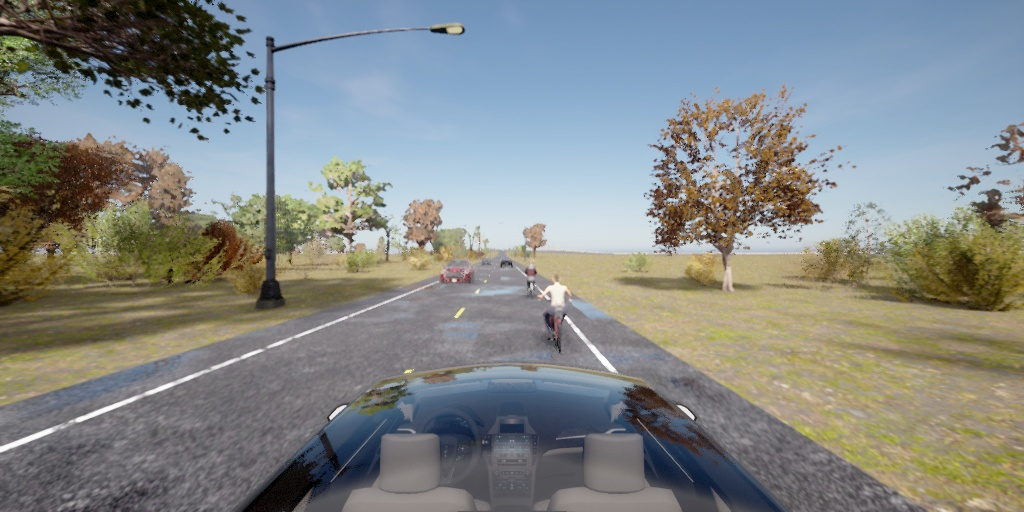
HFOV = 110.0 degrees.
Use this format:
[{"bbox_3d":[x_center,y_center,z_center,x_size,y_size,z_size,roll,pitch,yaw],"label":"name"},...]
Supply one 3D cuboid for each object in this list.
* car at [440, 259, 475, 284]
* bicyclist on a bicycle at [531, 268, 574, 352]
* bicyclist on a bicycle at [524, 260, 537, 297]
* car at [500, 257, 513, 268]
[{"bbox_3d":[-3.836,1.022,25.857,2.097,1.767,4.553,0,0,-1],"label":"car"},{"bbox_3d":[0.962,1.166,7.875,0.866,1.612,1.509,0,0,-1],"label":"bicyclist on a bicycle"},{"bbox_3d":[0.864,1.072,16.433,0.659,1.776,1.843,0,0,-1],"label":"bicyclist on a bicycle"},{"bbox_3d":[-0.863,1.038,57.361,1.882,1.535,5.008,0,0,-2],"label":"car"}]
